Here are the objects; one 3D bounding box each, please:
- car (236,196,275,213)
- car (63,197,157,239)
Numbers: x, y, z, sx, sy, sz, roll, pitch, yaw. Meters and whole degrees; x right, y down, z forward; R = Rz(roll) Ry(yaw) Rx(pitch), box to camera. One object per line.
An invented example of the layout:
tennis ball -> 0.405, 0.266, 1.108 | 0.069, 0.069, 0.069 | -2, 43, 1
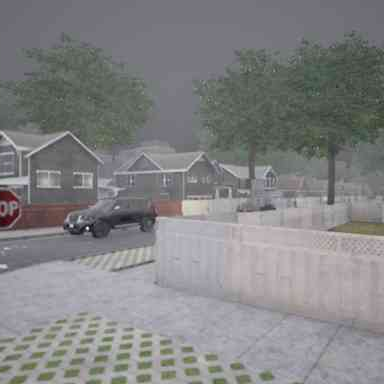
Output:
car -> 6.582, 1.417, 33.665 | 2.150, 2.045, 5.566 | 0, 0, 36
car -> -4.267, 1.301, 18.454 | 2.150, 2.045, 5.566 | 0, 0, 35
